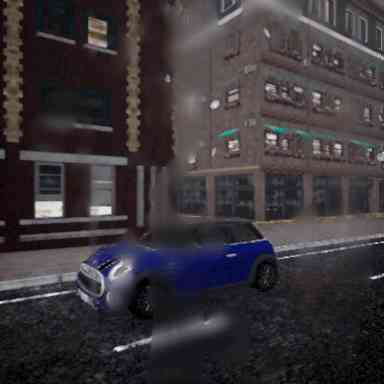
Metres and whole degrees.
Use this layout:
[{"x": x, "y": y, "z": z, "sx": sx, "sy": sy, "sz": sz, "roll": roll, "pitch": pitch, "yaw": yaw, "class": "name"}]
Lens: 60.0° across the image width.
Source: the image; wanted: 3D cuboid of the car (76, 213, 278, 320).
[{"x": -0.175, "y": 1.397, "z": 7.553, "sx": 4.553, "sy": 1.767, "sz": 2.097, "roll": 1, "pitch": 0, "yaw": -35, "class": "car"}]
